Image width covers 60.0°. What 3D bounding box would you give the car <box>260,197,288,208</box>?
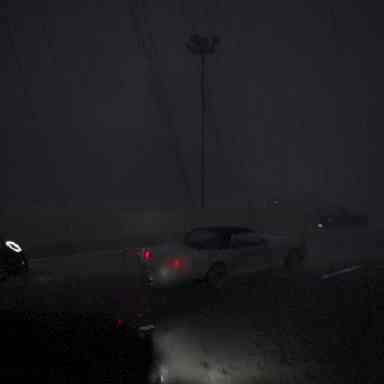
[{"bbox_3d":[11.922,1.456,48.260,1.837,1.490,4.892,0,1,41],"label":"car"}]

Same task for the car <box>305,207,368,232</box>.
[{"bbox_3d":[8.803,1.572,20.012,4.718,1.301,1.895,0,0,-41],"label":"car"}]

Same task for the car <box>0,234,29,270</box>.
[{"bbox_3d":[-6.430,1.365,7.881,4.553,1.767,2.097,0,0,-35],"label":"car"}]

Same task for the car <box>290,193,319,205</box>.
[{"bbox_3d":[13.945,1.171,40.023,2.150,2.045,5.566,0,0,43],"label":"car"}]

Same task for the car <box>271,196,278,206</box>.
[{"bbox_3d":[10.785,1.310,41.792,2.097,1.767,4.553,0,0,43],"label":"car"}]

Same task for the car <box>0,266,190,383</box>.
[{"bbox_3d":[-2.105,1.569,2.365,4.181,1.385,1.994,0,0,-36],"label":"car"}]

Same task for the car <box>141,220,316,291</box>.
[{"bbox_3d":[1.112,1.595,9.089,4.718,1.301,1.895,0,0,-38],"label":"car"}]
